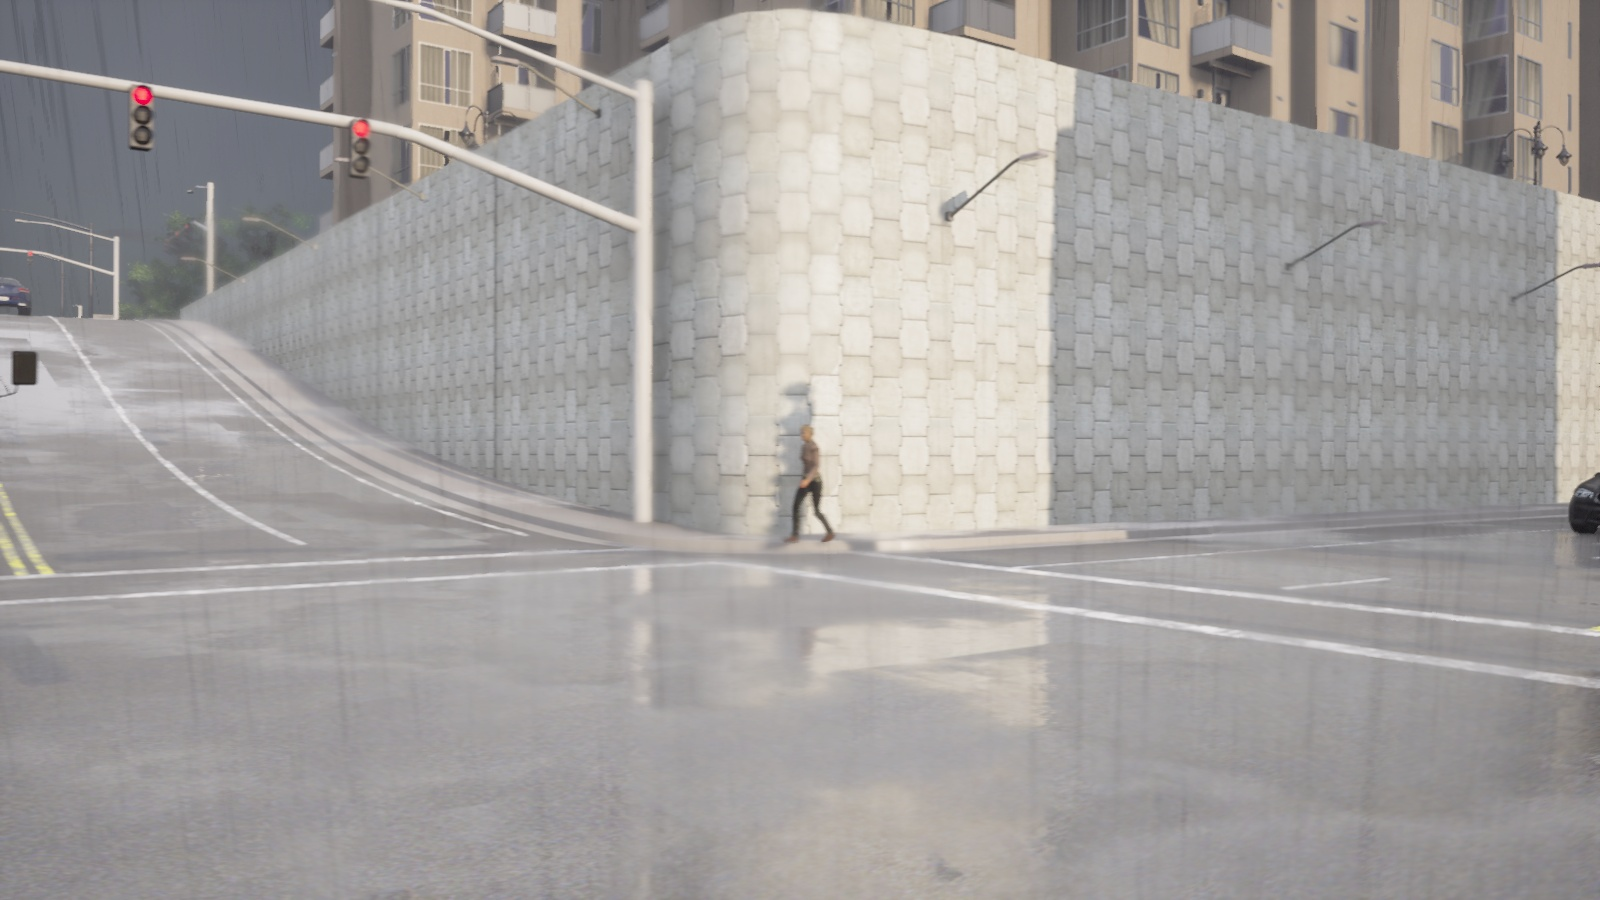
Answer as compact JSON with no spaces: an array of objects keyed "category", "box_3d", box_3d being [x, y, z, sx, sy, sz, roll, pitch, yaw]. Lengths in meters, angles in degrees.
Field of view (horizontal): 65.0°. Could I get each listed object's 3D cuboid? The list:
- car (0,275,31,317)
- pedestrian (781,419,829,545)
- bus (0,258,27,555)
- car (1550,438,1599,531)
[{"category":"car","box_3d":[-35.111,-6.752,54.952,2.152,1.651,5.027,0,4,-35]},{"category":"pedestrian","box_3d":[0.077,0.467,18.762,0.634,1.846,0.331,0,0,-34]},{"category":"bus","box_3d":[-15.716,-1.161,21.184,3.944,4.253,10.273,0,6,-35]},{"category":"car","box_3d":[16.383,0.612,23.591,4.611,1.667,2.242,0,0,-35]}]
